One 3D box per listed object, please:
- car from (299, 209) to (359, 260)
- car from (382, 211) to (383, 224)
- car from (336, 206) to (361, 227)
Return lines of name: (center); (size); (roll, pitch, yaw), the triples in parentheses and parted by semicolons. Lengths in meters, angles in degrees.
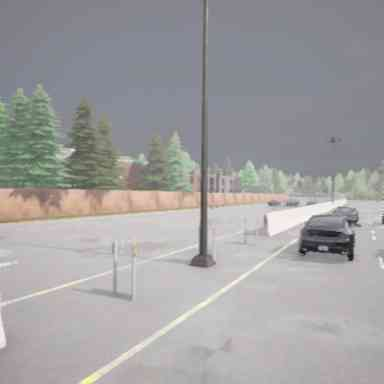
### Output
car: (5.523, 1.641, 13.303); (1.837, 1.490, 4.892); (0, 0, 27)
car: (15.509, 1.870, 25.052); (1.994, 1.385, 4.181); (0, 0, 28)
car: (11.909, 1.821, 25.736); (2.033, 1.411, 5.357); (0, 0, 28)
